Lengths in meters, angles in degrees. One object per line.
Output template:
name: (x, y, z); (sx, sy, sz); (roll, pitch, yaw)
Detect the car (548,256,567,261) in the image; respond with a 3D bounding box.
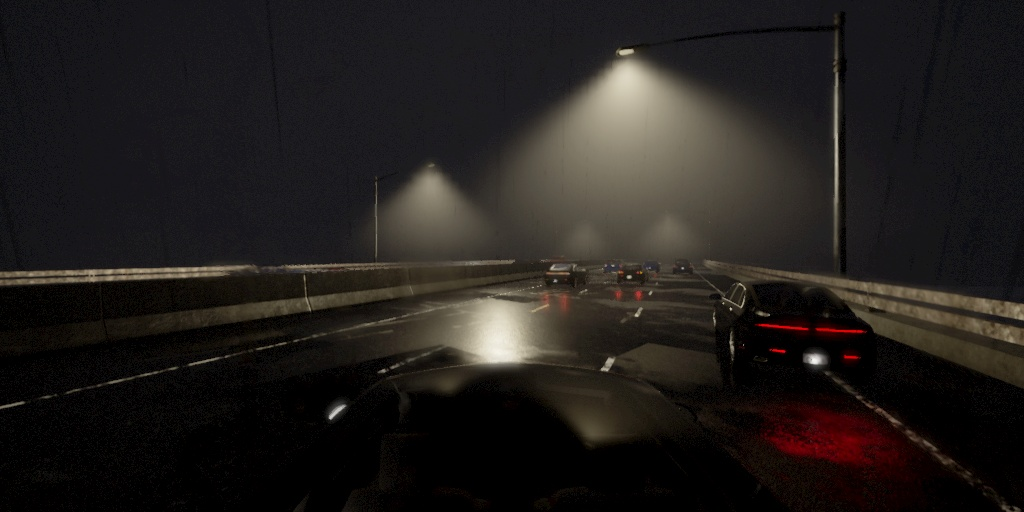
car: (7.060, 1.018, 56.070); (2.150, 2.045, 5.566); (0, 0, 26)

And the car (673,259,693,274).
car: (19.544, 1.343, 41.080); (1.994, 1.385, 4.181); (0, 0, 25)

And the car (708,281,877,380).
car: (5.402, 1.259, 7.443); (1.837, 1.490, 4.892); (0, 0, 24)

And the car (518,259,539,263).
car: (3.181, 1.299, 56.055); (1.837, 1.490, 4.892); (0, 0, 26)

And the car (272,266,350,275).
car: (-9.960, 1.315, 19.190); (1.994, 1.385, 4.181); (0, 0, 24)

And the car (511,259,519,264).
car: (1.385, 1.306, 60.412); (1.837, 1.490, 4.892); (0, 0, 26)

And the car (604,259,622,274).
car: (12.169, 1.129, 41.851); (2.097, 1.767, 4.553); (0, 0, 25)

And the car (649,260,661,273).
car: (17.432, 1.262, 44.824); (1.882, 1.535, 5.008); (0, 0, 25)

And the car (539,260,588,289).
car: (3.602, 1.250, 23.263); (2.128, 1.511, 4.902); (0, 0, 24)

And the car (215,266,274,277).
car: (-14.183, 1.350, 18.323); (1.895, 1.301, 4.718); (0, 0, 24)

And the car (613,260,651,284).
car: (9.064, 1.287, 26.803); (1.812, 1.442, 4.674); (0, 0, 25)
